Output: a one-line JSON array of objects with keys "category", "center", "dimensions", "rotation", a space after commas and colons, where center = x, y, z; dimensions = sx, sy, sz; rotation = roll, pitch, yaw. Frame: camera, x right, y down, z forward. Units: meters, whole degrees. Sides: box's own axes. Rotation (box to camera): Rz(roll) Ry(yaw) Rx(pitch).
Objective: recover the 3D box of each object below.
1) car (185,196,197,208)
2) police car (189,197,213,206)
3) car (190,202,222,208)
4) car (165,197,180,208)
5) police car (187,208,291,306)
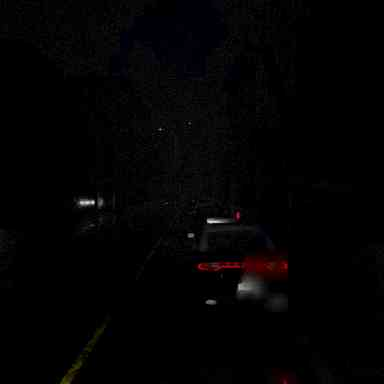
[{"category": "car", "center": [0.140, 1.346, 47.927], "dimensions": [2.097, 1.767, 4.553], "rotation": [0, 0, 1]}, {"category": "police car", "center": [0.952, 1.423, 24.262], "dimensions": [1.930, 1.638, 5.238], "rotation": [0, 0, 0]}, {"category": "car", "center": [0.939, 1.503, 18.152], "dimensions": [1.837, 1.490, 4.892], "rotation": [0, 0, 0]}, {"category": "car", "center": [-2.893, 1.498, 49.403], "dimensions": [1.837, 1.490, 4.892], "rotation": [0, 0, 0]}, {"category": "police car", "center": [0.917, 1.425, 8.262], "dimensions": [1.930, 1.638, 5.238], "rotation": [0, 0, 0]}]
